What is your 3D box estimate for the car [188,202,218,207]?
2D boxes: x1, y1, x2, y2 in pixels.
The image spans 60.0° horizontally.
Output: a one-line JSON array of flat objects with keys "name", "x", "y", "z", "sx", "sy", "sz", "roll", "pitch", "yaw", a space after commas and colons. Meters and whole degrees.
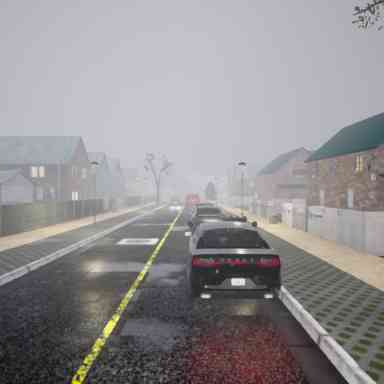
[{"name": "car", "x": 0.859, "y": 1.512, "z": 18.489, "sx": 1.837, "sy": 1.490, "sz": 4.892, "roll": 0, "pitch": 0, "yaw": 0}]

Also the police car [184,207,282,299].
[{"name": "police car", "x": 0.840, "y": 1.424, "z": 8.598, "sx": 1.930, "sy": 1.638, "sz": 5.238, "roll": 0, "pitch": 0, "yaw": 0}]

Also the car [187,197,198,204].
[{"name": "car", "x": 0.121, "y": 1.677, "z": 66.029, "sx": 2.033, "sy": 1.411, "sz": 5.357, "roll": 0, "pitch": 0, "yaw": 0}]

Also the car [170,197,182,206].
[{"name": "car", "x": -2.648, "y": 1.577, "z": 54.978, "sx": 2.128, "sy": 1.511, "sz": 4.902, "roll": 0, "pitch": 0, "yaw": 0}]

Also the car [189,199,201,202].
[{"name": "car", "x": 0.869, "y": 1.519, "z": 24.490, "sx": 1.837, "sy": 1.490, "sz": 4.892, "roll": 0, "pitch": 0, "yaw": 0}]

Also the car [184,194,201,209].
[{"name": "car", "x": 0.121, "y": 1.281, "z": 46.803, "sx": 2.150, "sy": 2.045, "sz": 5.566, "roll": 0, "pitch": 0, "yaw": 1}]
